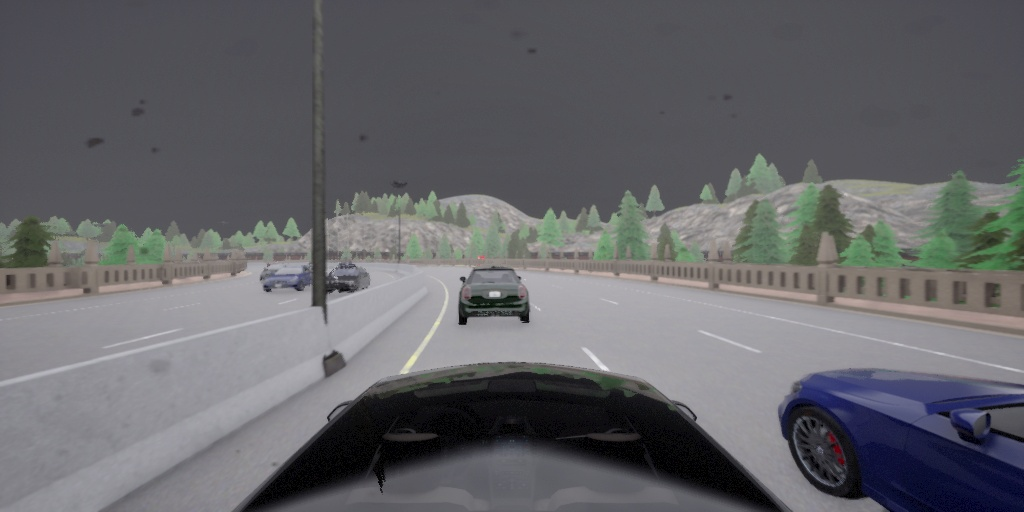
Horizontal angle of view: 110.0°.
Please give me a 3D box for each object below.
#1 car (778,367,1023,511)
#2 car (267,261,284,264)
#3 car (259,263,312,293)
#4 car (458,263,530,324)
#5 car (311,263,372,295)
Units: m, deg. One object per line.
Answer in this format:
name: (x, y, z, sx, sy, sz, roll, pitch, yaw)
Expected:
car: (3.486, 1.264, 1.486, 1.812, 1.442, 4.674, 0, 0, 0)
car: (-19.288, 1.374, 29.787, 1.812, 1.442, 4.674, 0, 0, -20)
car: (-13.180, 1.328, 21.628, 1.812, 1.442, 4.674, 0, 0, -14)
car: (-0.703, 1.096, 12.197, 2.097, 1.767, 4.553, 0, 0, -6)
car: (-9.226, 1.329, 20.267, 2.033, 1.411, 5.357, 0, 0, -12)
